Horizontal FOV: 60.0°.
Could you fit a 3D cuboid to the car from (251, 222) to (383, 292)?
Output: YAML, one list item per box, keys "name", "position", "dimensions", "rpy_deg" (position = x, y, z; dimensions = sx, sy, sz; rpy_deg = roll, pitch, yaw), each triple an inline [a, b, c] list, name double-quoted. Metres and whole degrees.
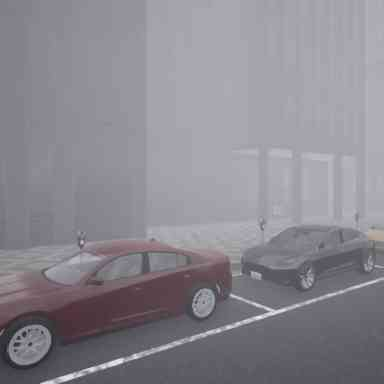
- name: "car"
  position: [3.262, 1.566, 8.966]
  dimensions: [4.313, 1.339, 1.947]
  rpy_deg: [0, 0, -35]

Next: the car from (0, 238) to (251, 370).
- name: "car"
  position: [-1.330, 1.545, 5.699]
  dimensions: [4.507, 1.381, 1.887]
  rpy_deg: [0, 0, -35]
